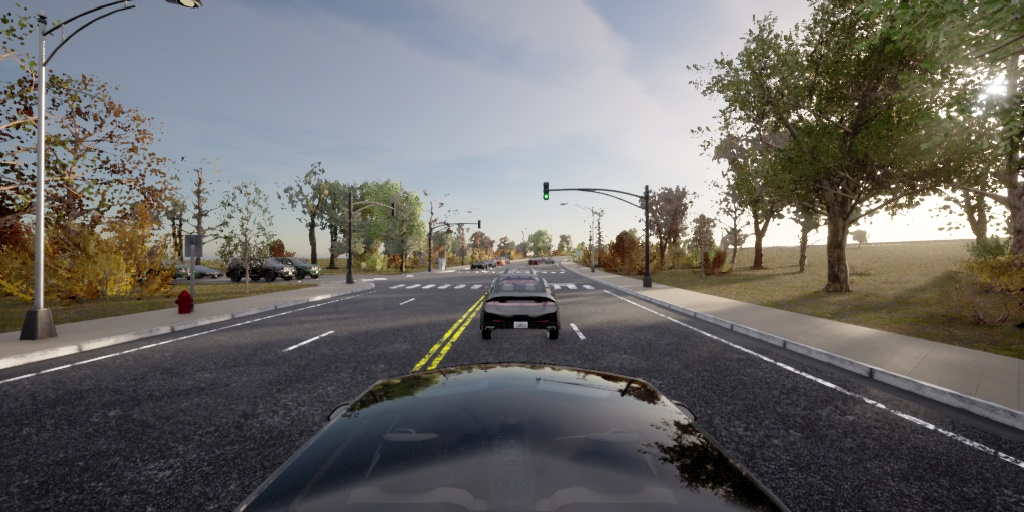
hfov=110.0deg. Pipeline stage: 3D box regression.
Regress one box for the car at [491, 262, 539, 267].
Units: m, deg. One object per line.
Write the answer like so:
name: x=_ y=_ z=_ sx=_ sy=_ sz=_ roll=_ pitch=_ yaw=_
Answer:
car: x=0.312 y=1.241 z=17.107 sx=2.128 sy=1.511 sz=4.902 roll=0 pitch=0 yaw=0

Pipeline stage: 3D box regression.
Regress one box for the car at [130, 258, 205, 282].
car: x=-31.024 y=1.225 z=32.007 sx=5.566 sy=2.045 sz=2.150 roll=0 pitch=-1 yaw=10

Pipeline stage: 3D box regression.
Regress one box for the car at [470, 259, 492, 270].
car: x=-4.489 y=1.303 z=49.825 sx=1.895 sy=1.301 sz=4.718 roll=0 pitch=0 yaw=6

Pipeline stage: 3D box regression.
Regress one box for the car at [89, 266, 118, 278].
car: x=-44.267 y=1.722 z=37.690 sx=5.357 sy=1.411 sz=2.033 roll=-1 pitch=-1 yaw=10

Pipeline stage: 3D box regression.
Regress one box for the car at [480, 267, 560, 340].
car: x=0.200 y=1.242 z=10.003 sx=2.128 sy=1.511 sz=4.902 roll=0 pitch=0 yaw=0

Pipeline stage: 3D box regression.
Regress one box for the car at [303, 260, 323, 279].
car: x=-20.634 y=1.152 z=33.452 sx=5.566 sy=2.045 sz=2.150 roll=-1 pitch=-1 yaw=10

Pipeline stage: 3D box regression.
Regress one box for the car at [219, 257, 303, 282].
car: x=-21.118 y=1.124 z=30.236 sx=5.566 sy=2.045 sz=2.150 roll=-1 pitch=-1 yaw=10

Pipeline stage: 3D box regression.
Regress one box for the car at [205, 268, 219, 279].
car: x=-31.415 y=1.592 z=35.375 sx=5.357 sy=1.411 sz=2.033 roll=-1 pitch=-1 yaw=10

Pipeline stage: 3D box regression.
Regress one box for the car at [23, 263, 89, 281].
car: x=-43.882 y=1.489 z=34.320 sx=4.553 sy=1.767 sz=2.097 roll=0 pitch=-1 yaw=10

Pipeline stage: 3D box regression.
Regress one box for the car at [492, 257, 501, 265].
car: x=-3.622 y=1.228 z=59.463 sx=2.033 sy=1.411 sz=5.357 roll=0 pitch=0 yaw=5
